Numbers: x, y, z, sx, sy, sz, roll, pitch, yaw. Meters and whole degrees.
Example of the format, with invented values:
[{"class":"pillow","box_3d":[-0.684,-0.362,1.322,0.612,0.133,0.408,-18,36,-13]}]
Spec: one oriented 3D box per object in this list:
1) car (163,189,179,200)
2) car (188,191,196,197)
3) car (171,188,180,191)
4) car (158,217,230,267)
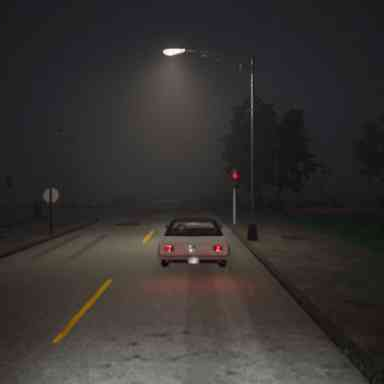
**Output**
[{"class":"car","box_3d":[-4.034,0.694,59.460,2.033,1.411,5.357,0,1,1]},{"class":"car","box_3d":[0.013,0.379,71.927,1.895,1.301,4.718,0,1,0]},{"class":"car","box_3d":[-3.986,0.148,75.154,2.150,2.045,5.566,0,1,0]},{"class":"car","box_3d":[0.059,1.445,10.746,1.895,1.301,4.718,0,1,0]}]
